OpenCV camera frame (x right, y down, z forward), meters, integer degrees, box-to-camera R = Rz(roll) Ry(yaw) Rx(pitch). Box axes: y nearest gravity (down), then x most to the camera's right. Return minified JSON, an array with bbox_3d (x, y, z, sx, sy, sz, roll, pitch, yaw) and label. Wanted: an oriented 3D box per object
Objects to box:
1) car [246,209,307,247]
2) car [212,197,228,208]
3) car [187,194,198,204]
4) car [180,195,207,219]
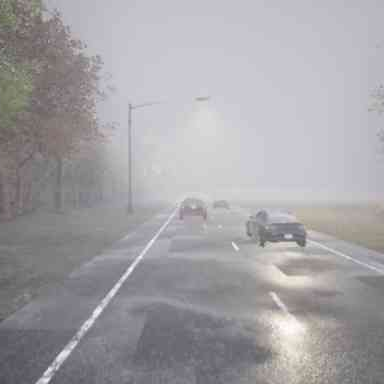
[{"bbox_3d":[3.589,1.463,14.647,1.812,1.442,4.674,0,0,0],"label":"car"},{"bbox_3d":[3.592,1.327,42.728,1.812,1.442,4.674,0,0,0],"label":"car"},{"bbox_3d":[0.091,1.203,57.762,1.882,1.535,5.008,0,0,0],"label":"car"},{"bbox_3d":[0.096,1.229,27.777,2.097,1.767,4.553,0,0,0],"label":"car"}]
